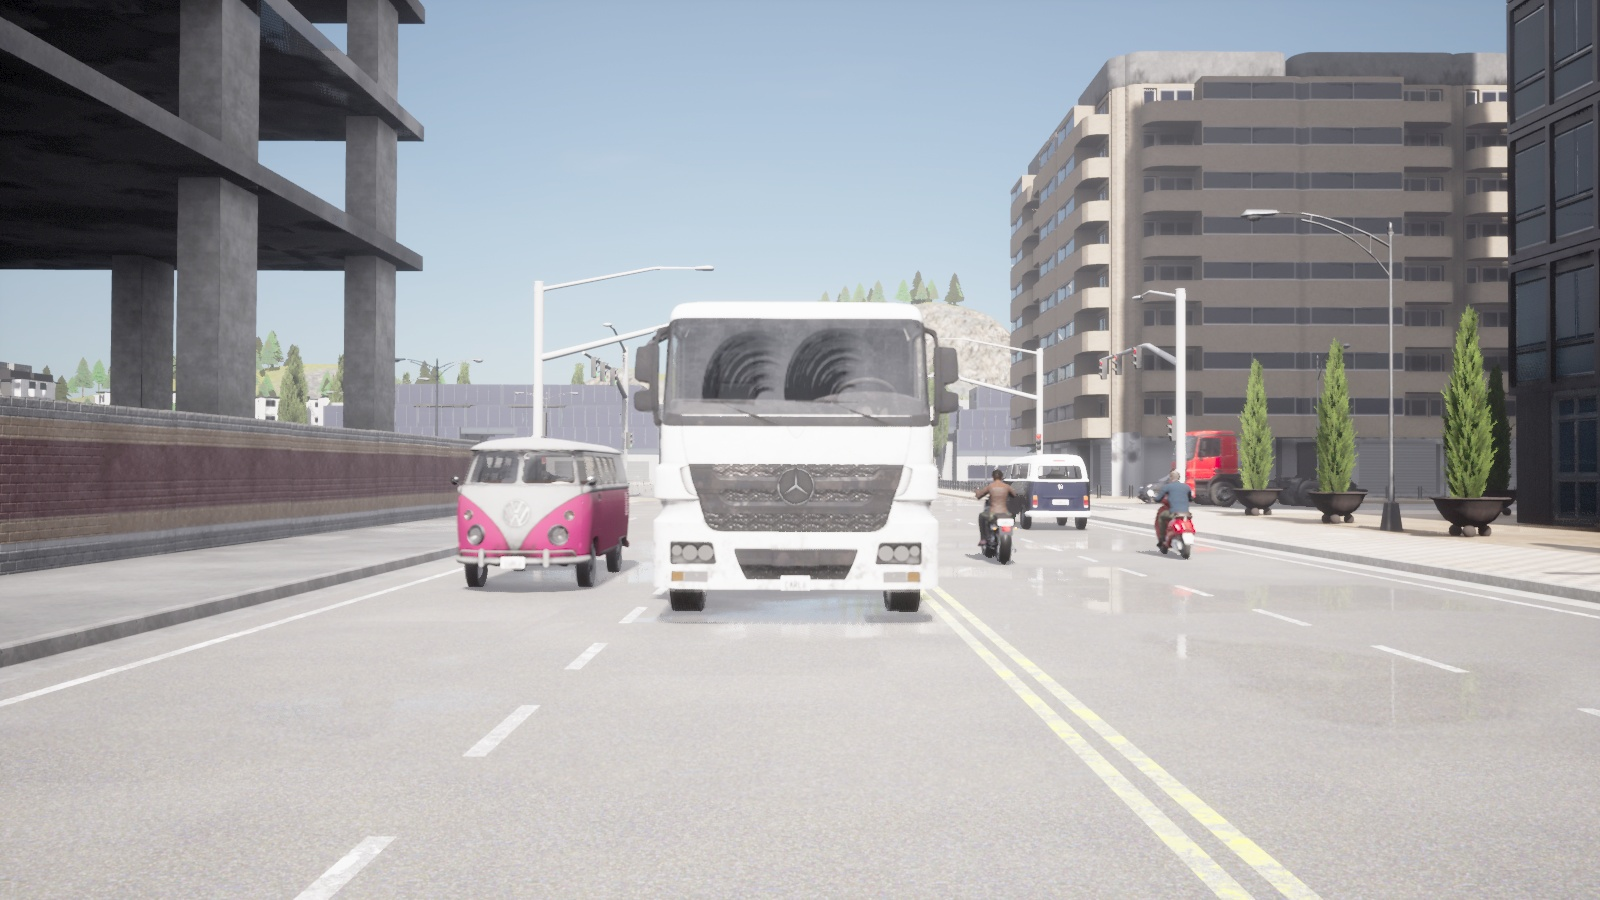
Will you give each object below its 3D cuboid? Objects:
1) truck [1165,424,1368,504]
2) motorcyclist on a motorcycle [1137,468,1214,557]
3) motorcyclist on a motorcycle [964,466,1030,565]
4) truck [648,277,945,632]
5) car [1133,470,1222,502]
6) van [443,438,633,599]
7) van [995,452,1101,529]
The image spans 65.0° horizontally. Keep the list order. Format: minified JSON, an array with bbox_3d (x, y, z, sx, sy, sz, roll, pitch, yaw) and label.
[{"bbox_3d":[20.656,0.632,55.908,7.936,3.462,2.891,0,-1,0],"label":"truck"},{"bbox_3d":[6.939,1.131,23.310,0.866,1.590,1.817,0,-1,0],"label":"motorcyclist on a motorcycle"},{"bbox_3d":[3.442,1.122,22.138,0.766,1.649,2.350,0,-1,0],"label":"motorcyclist on a motorcycle"},{"bbox_3d":[-0.046,0.105,16.261,2.891,3.462,7.936,0,-1,0],"label":"truck"},{"bbox_3d":[17.795,1.697,59.357,3.633,1.501,1.845,0,-1,-1],"label":"car"},{"bbox_3d":[-3.547,0.880,17.793,1.775,1.987,4.442,0,-1,0],"label":"van"},{"bbox_3d":[6.907,1.104,35.411,2.069,2.038,4.480,0,-1,0],"label":"van"}]
